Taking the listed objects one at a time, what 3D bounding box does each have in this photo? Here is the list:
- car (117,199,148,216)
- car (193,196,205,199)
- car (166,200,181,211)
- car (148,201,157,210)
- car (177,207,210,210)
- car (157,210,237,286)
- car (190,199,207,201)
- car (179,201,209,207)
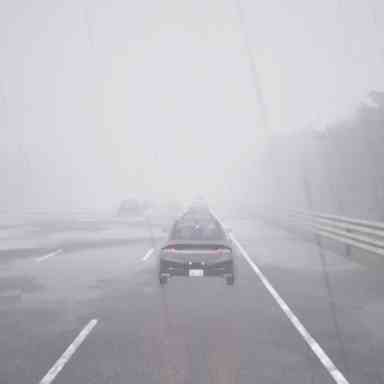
[{"bbox_3d":[-6.225,1.488,34.432,2.097,1.767,4.553,0,-1,1],"label":"car"},{"bbox_3d":[0.981,1.536,48.136,2.150,2.045,5.566,0,-1,1],"label":"car"},{"bbox_3d":[-2.548,1.818,46.002,2.033,1.411,5.357,0,-1,1],"label":"car"},{"bbox_3d":[-6.036,1.862,47.158,1.895,1.301,4.718,0,-1,1],"label":"car"},{"bbox_3d":[0.285,1.632,16.645,1.895,1.301,4.718,0,0,1],"label":"car"},{"bbox_3d":[0.138,1.497,9.445,2.128,1.511,4.902,0,0,1],"label":"car"},{"bbox_3d":[0.753,1.724,33.159,1.994,1.385,4.181,0,-1,1],"label":"car"},{"bbox_3d":[0.442,1.625,23.489,2.033,1.411,5.357,0,0,1],"label":"car"}]
